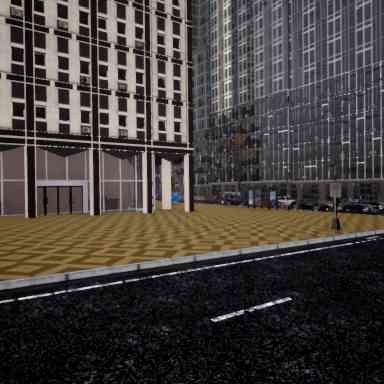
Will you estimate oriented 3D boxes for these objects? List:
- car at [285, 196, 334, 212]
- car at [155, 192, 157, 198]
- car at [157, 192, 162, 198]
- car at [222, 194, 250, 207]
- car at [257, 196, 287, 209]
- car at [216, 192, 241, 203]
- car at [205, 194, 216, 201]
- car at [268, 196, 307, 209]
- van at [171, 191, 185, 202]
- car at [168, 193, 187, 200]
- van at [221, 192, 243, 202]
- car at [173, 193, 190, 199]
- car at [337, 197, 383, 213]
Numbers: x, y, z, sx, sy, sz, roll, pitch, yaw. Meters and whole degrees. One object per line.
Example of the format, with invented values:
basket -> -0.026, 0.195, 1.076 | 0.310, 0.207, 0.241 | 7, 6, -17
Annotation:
car -> 12.900, 1.423, 36.595 | 1.947, 1.339, 4.313 | 0, 1, -34
car -> -8.816, 0.685, 83.681 | 1.967, 1.590, 4.097 | 0, 1, -34
car -> -5.620, 0.614, 78.979 | 2.192, 1.841, 5.009 | 0, 1, -34
car -> 6.573, 1.319, 46.041 | 1.947, 1.339, 4.313 | 0, 1, -34
car -> 9.719, 1.387, 41.308 | 1.802, 1.307, 4.206 | 0, 1, -34
car -> 6.300, 1.175, 51.140 | 1.837, 1.490, 4.892 | -1, 1, -34
car -> 3.965, 1.042, 64.880 | 1.802, 1.307, 4.206 | 0, 1, -34
car -> 12.116, 1.290, 42.576 | 1.812, 1.442, 4.674 | -1, 1, -34
van -> -2.966, 0.936, 60.168 | 1.690, 1.788, 3.998 | 0, 1, -34
car -> -3.159, 0.923, 70.719 | 1.837, 1.490, 4.892 | -1, 1, -34
van -> 7.159, 0.854, 60.176 | 1.690, 1.788, 3.998 | 0, 1, -34
car -> -2.425, 0.935, 74.282 | 1.802, 1.307, 4.206 | 0, 1, -34
car -> 17.303, 1.340, 34.940 | 2.128, 1.511, 4.902 | -1, 1, -34
